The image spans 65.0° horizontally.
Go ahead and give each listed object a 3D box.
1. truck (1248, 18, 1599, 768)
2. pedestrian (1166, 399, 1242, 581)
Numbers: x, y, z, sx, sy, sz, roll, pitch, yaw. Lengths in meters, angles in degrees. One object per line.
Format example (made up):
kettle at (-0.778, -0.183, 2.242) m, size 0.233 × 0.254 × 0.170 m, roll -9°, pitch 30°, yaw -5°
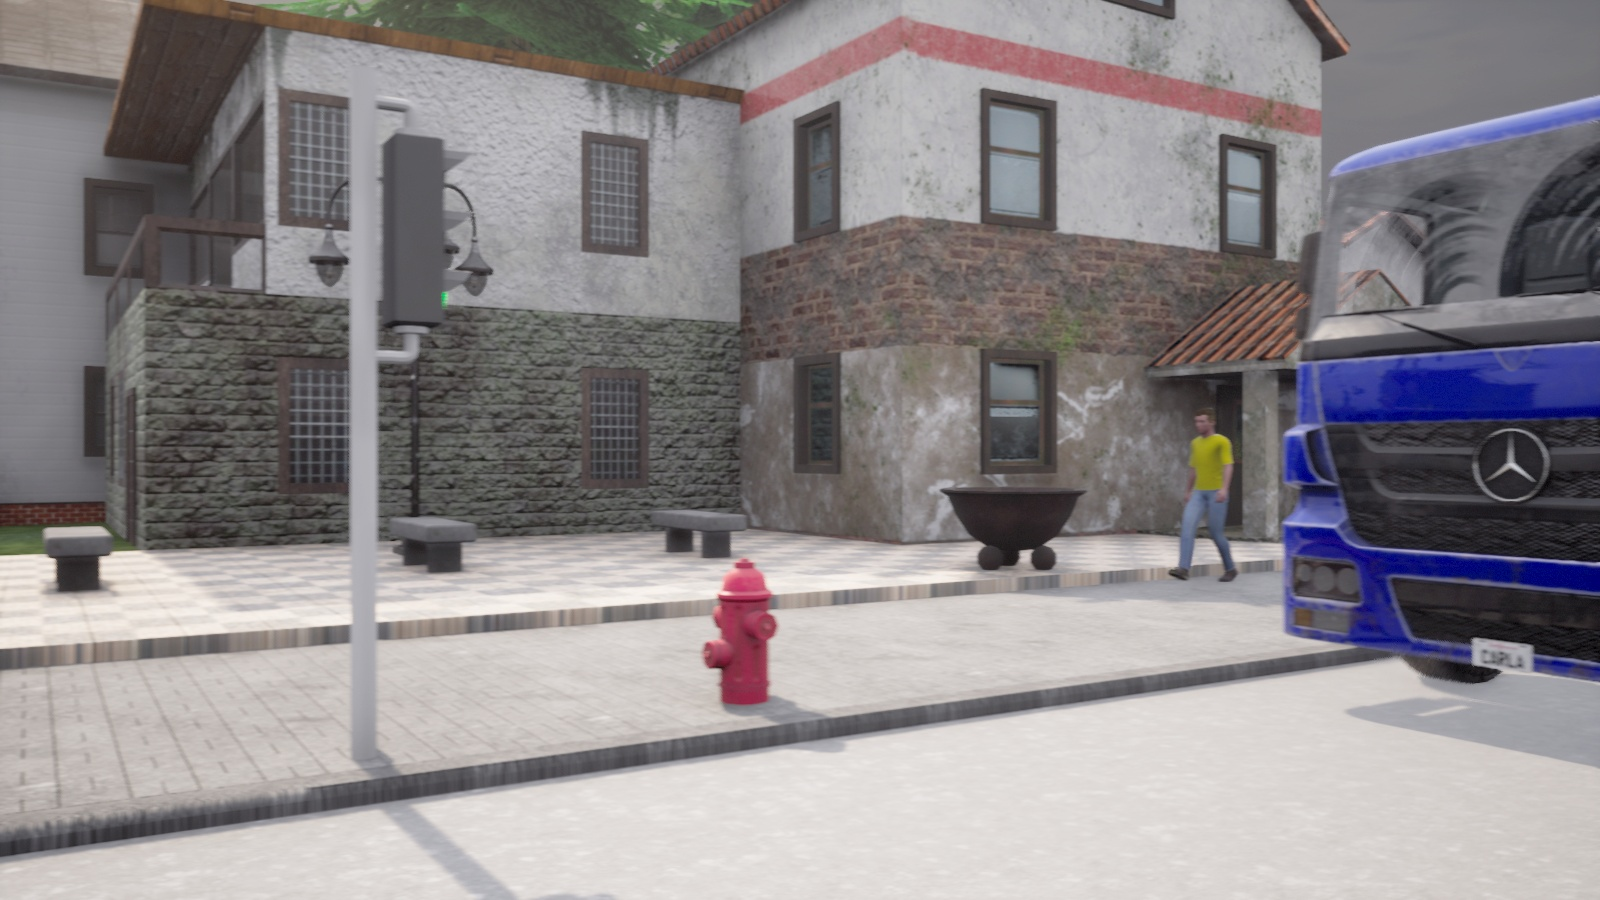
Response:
truck at (6.792, -0.264, 8.334) m, size 7.936 × 3.462 × 2.891 m, roll 0°, pitch 0°, yaw -32°
pedestrian at (4.167, 0.402, 12.961) m, size 0.706 × 1.836 × 0.354 m, roll 0°, pitch 0°, yaw -30°
